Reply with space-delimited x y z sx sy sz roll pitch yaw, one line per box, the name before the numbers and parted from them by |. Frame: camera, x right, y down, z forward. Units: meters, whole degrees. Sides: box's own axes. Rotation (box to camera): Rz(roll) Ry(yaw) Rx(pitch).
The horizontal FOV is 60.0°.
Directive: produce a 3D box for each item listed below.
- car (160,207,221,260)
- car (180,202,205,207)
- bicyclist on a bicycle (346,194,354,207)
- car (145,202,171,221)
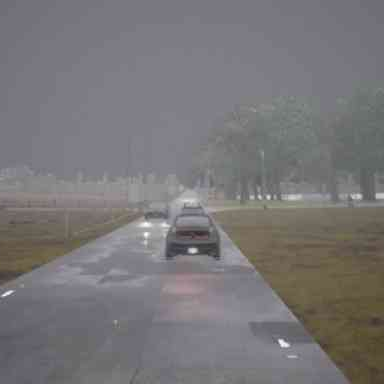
car | 0.047 1.548 12.653 1.837 1.490 4.892 0 0 1
car | 0.044 1.572 27.102 2.128 1.511 4.902 0 0 1
bicyclist on a bicycle | 19.899 1.110 41.989 0.582 1.620 1.656 -1 -1 0
car | -2.804 1.560 28.180 1.882 1.535 5.008 0 0 0
